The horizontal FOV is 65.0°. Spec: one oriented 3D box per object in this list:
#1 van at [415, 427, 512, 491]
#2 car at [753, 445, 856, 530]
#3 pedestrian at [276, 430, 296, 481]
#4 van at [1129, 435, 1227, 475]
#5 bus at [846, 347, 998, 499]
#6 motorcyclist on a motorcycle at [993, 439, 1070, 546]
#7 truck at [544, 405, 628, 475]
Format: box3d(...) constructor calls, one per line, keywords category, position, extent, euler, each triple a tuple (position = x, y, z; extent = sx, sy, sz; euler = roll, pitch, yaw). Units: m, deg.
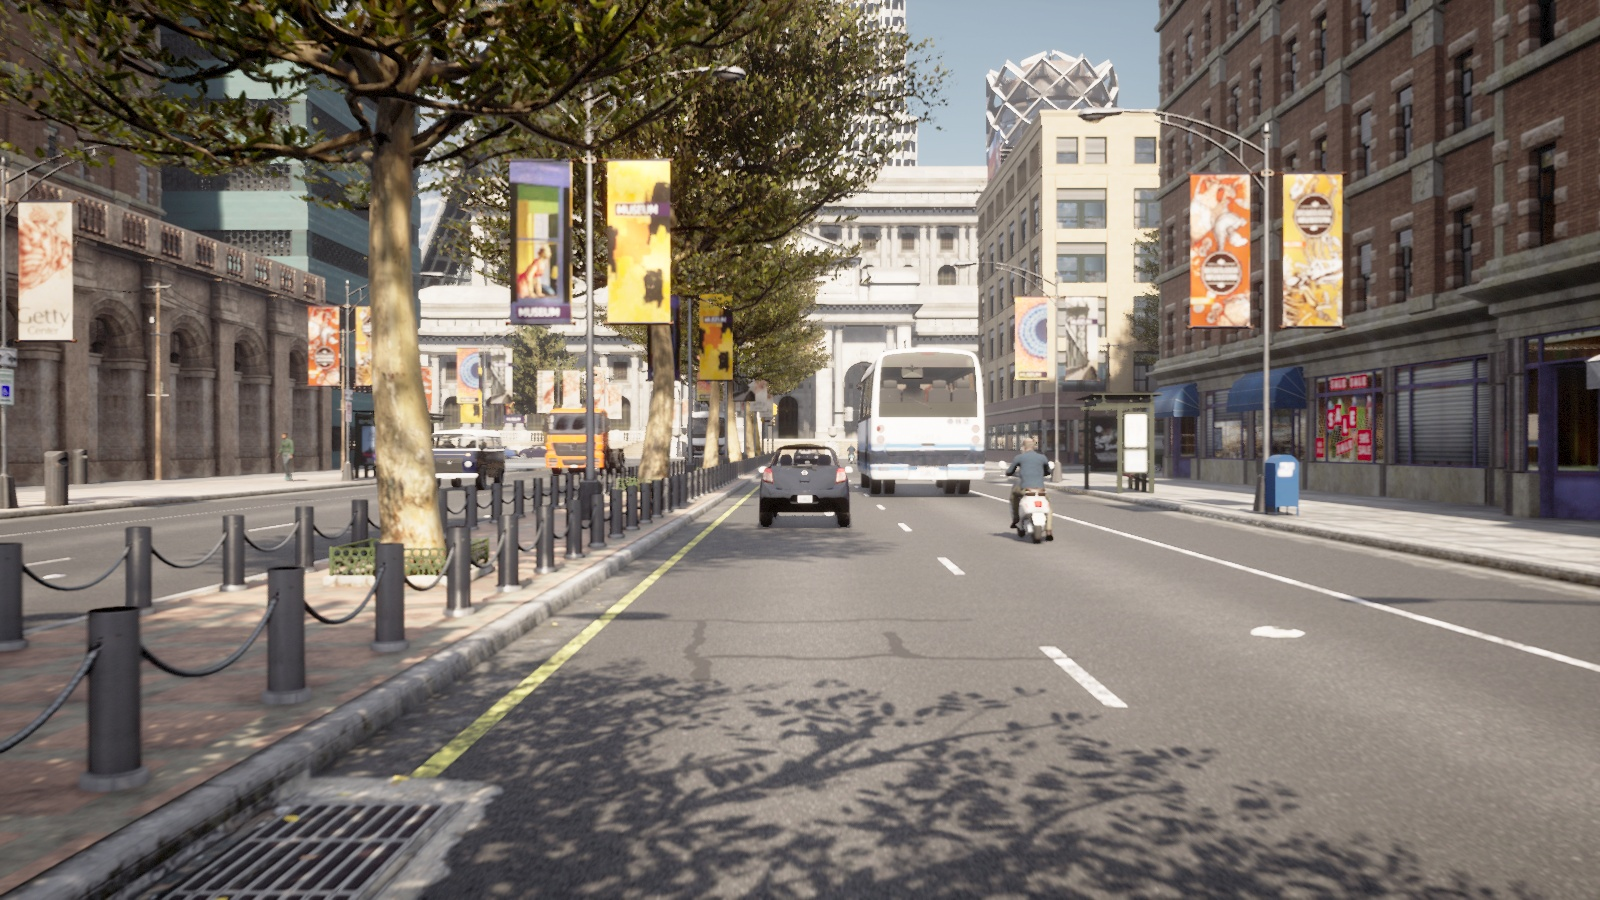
box3d(category="van", position=(-11.273, 0.293, 42.424), extent=(2.069, 2.038, 4.480), euler=(0, 0, 0))
box3d(category="car", position=(0.109, 0.664, 24.147), extent=(1.845, 1.501, 3.633), euler=(0, 0, 1))
box3d(category="pedestrian", position=(-18.902, 0.201, 46.178), extent=(0.353, 1.847, 0.614), euler=(0, 0, 25))
box3d(category="van", position=(19.181, 0.260, 63.780), extent=(4.442, 1.987, 1.775), euler=(0, 0, -1))
box3d(category="bus", position=(3.620, -0.781, 40.501), extent=(3.944, 4.253, 10.273), euler=(0, 0, 0))
box3d(category="motorcyclist on a motorcycle", position=(3.557, 0.624, 19.442), extent=(0.866, 1.590, 1.817), euler=(0, 0, 0))
box3d(category="truck", position=(-11.064, -0.500, 65.649), extent=(2.891, 3.462, 7.936), euler=(0, 0, 1))
